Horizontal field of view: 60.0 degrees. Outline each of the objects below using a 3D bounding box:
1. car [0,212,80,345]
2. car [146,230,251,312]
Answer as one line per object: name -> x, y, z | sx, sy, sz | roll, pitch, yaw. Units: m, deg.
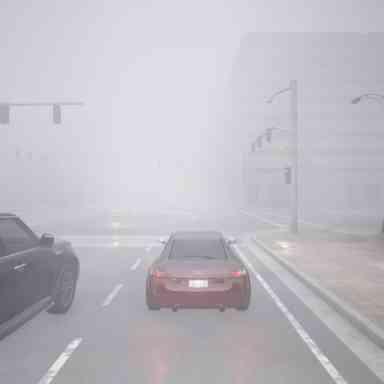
car -> -3.394, 1.221, 4.460 | 2.150, 2.045, 5.566 | 0, 0, 1
car -> 0.117, 1.564, 7.784 | 1.994, 1.385, 4.181 | 0, 0, 0
